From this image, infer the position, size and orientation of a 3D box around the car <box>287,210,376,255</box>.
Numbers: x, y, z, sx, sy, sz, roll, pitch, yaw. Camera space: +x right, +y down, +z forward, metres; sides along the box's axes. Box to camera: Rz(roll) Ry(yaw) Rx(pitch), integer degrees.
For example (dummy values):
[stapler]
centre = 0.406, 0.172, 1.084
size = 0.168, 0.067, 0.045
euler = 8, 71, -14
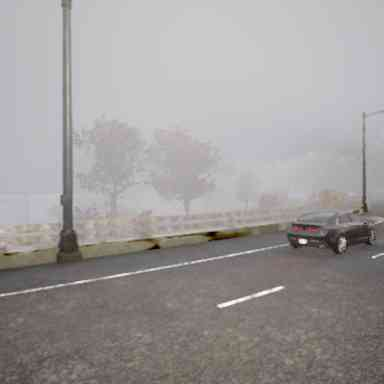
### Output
[car]
centre = 5.678, 1.469, 13.282
size = 4.892, 1.490, 1.837
euler = 0, 0, -42
